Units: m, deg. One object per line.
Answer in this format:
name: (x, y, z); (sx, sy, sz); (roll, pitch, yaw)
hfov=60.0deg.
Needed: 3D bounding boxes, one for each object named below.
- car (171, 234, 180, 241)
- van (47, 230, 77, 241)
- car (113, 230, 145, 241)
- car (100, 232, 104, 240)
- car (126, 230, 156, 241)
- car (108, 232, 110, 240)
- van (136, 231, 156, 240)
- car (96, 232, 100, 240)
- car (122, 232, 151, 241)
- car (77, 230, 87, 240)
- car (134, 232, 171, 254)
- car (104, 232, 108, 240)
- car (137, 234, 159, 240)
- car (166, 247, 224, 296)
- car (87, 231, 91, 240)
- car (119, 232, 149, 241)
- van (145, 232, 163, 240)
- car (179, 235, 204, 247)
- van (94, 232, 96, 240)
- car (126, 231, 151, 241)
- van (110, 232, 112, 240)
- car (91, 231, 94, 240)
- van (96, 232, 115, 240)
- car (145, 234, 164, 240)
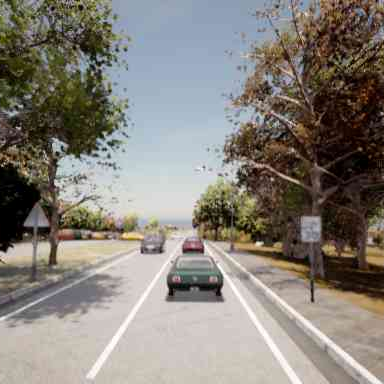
car: (-3.244, 9.521, 70.281); (1.812, 1.442, 4.674); (0, -8, 0)
van: (-23.522, 7.714, 59.440); (4.442, 1.987, 1.878); (0, -7, 0)
car: (-10.142, 7.640, 56.547); (5.366, 1.575, 1.946); (0, -7, 0)
car: (-23.394, 10.173, 75.873); (5.008, 1.535, 2.097); (0, -8, 0)
car: (-10.293, 8.852, 67.574); (5.566, 2.045, 2.435); (0, -8, 0)
car: (-23.391, 10.944, 81.486); (4.892, 1.521, 2.231); (0, -8, 0)
van: (-10.435, 10.008, 75.822); (4.442, 1.987, 1.878); (0, -8, 0)
car: (-23.368, 9.689, 73.269); (4.553, 1.767, 2.185); (0, -8, 0)
car: (-10.332, 8.356, 62.042); (5.008, 1.535, 2.097); (0, -8, 0)
car: (-23.431, 8.066, 62.311); (5.566, 2.045, 2.435); (0, -7, 0)
car: (-3.339, 4.561, 29.092); (2.128, 1.511, 4.902); (0, -6, 0)
car: (-23.393, 10.566, 78.742); (5.008, 1.535, 2.097); (0, -8, 0)
car: (-10.324, 10.610, 78.542); (5.008, 1.535, 2.097); (0, -8, 0)
car: (0.101, 3.074, 12.967); (1.895, 1.301, 4.718); (0, -6, 0)
car: (-23.219, 8.684, 65.021); (5.366, 1.575, 1.946); (0, -8, 0)
car: (-10.332, 7.996, 59.293); (4.892, 1.521, 2.231); (0, -7, 0)
van: (-10.196, 11.896, 89.574); (4.442, 1.987, 1.878); (0, -8, 0)
car: (0.104, 4.778, 30.306); (1.994, 1.385, 4.181); (0, -6, 0)
van: (-23.517, 9.212, 70.539); (4.442, 1.987, 1.878); (0, -8, 0)
car: (-10.355, 8.602, 64.811); (4.553, 1.767, 2.185); (0, -8, 0)
van: (-23.511, 11.095, 84.262); (4.442, 1.987, 1.878); (0, -8, 0)
car: (-23.396, 9.061, 67.763); (4.892, 1.521, 2.231); (0, -8, 0)
van: (-23.275, 11.849, 89.749); (4.442, 1.987, 1.878); (0, -8, 0)
car: (-10.342, 12.527, 92.296); (4.792, 1.488, 2.163); (0, -8, 0)
